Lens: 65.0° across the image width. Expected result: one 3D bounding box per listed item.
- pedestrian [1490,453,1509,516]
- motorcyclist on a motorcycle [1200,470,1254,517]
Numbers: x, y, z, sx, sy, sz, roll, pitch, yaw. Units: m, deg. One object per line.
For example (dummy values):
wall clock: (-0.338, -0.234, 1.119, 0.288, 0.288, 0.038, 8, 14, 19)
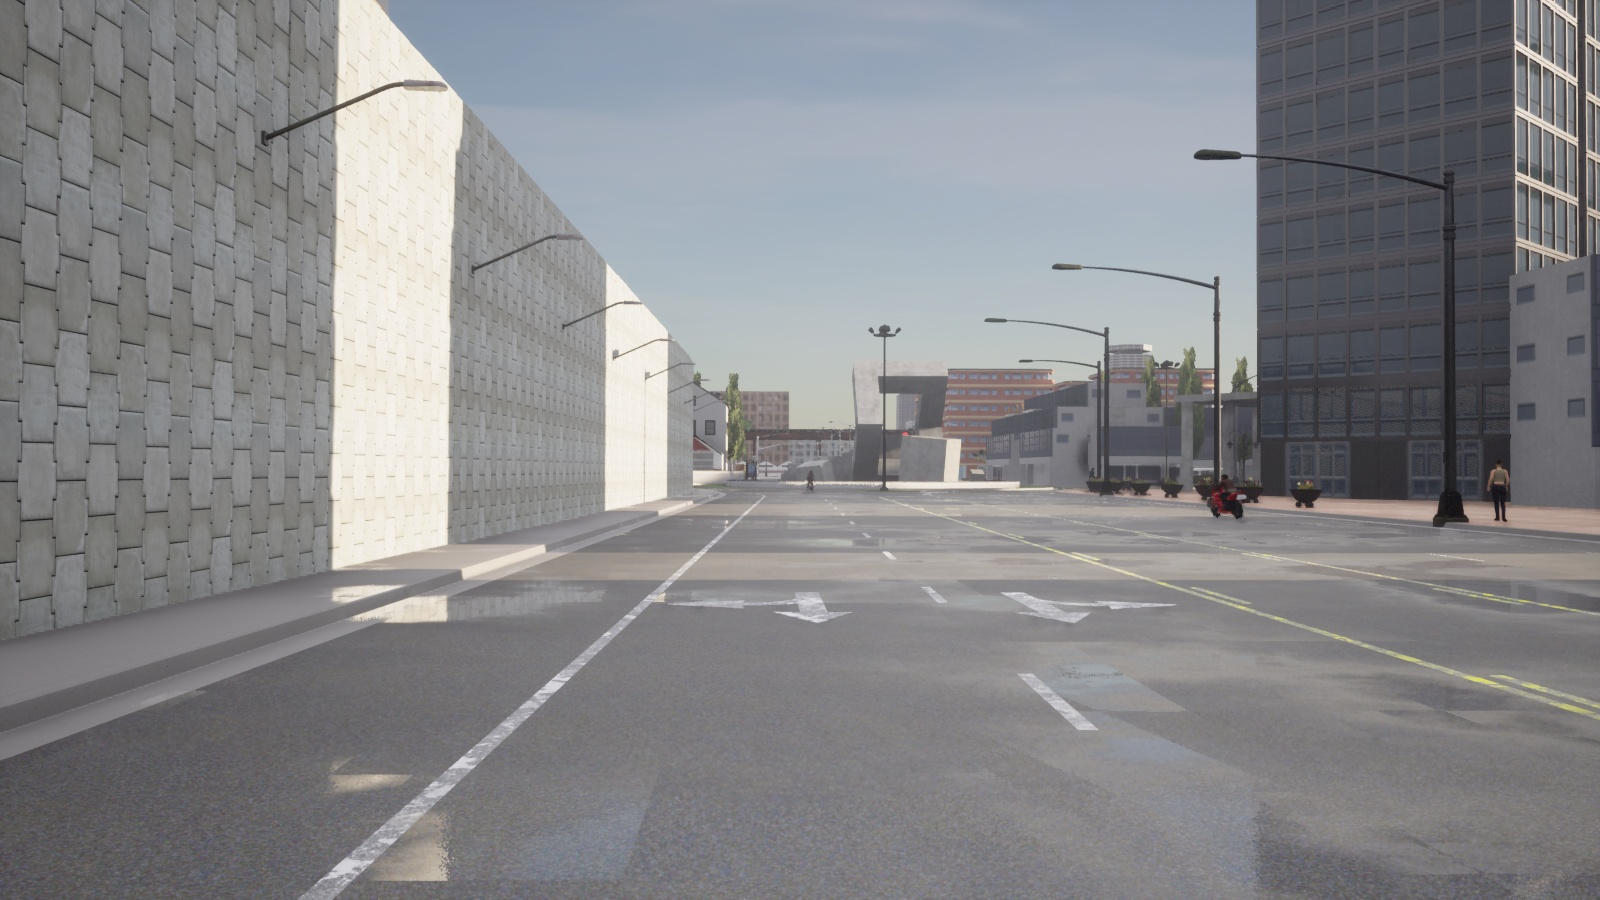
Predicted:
pedestrian: (20.662, 1.008, 37.097, 0.345, 1.836, 0.594, -1, -1, 19)
motorcyclist on a motorcycle: (14.257, 1.443, 41.995, 0.797, 1.523, 2.044, 0, -1, -11)
